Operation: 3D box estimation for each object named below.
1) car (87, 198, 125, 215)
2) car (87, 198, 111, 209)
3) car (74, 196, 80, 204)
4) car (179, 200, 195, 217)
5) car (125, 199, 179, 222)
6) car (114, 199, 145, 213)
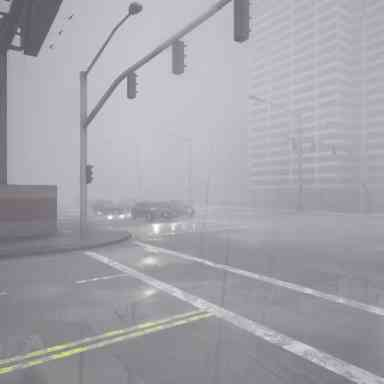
[{"bbox_3d":[-8.918,1.547,34.743,2.033,1.411,5.357,0,0,-35],"label":"car"},{"bbox_3d":[-13.162,1.601,46.843,1.895,1.301,4.718,0,0,-35],"label":"car"},{"bbox_3d":[-21.554,1.526,65.107,1.812,1.442,4.674,0,0,-35],"label":"car"},{"bbox_3d":[-1.628,1.492,30.488,2.128,1.511,4.902,0,0,-35],"label":"car"},{"bbox_3d":[-3.340,1.505,26.846,1.837,1.490,4.892,0,0,-35],"label":"car"},{"bbox_3d":[-7.341,1.526,38.588,1.812,1.442,4.674,0,0,-35],"label":"car"}]
